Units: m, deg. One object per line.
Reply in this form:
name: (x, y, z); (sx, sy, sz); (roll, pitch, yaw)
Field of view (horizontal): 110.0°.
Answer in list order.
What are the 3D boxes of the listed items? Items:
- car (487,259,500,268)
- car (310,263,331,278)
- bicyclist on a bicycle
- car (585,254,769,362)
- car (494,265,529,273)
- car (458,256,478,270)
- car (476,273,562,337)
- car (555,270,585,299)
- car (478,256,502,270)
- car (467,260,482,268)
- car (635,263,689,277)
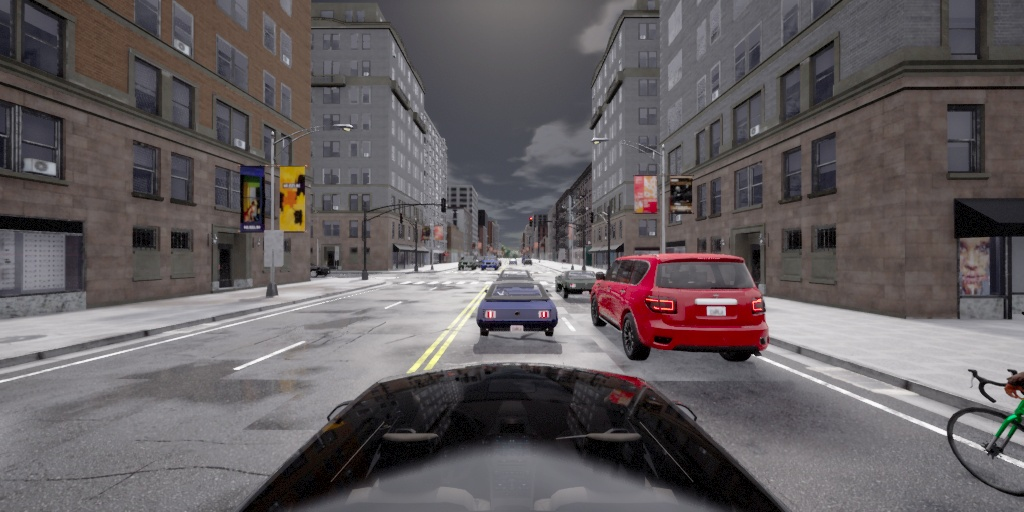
car: (-3.121, 1.294, 61.251); (1.812, 1.442, 4.674); (0, 0, 1)
car: (-19.755, 1.211, 33.770); (5.008, 1.535, 1.882); (0, 0, 1)
bicyclist on a bicycle: (4.148, 1.203, 2.604); (0.582, 1.620, 1.656); (0, 0, 0)
car: (3.345, 0.972, 8.405); (2.150, 2.045, 5.566); (0, 0, 2)
car: (0.157, 1.354, 19.434); (1.895, 1.301, 4.718); (0, 0, 0)
car: (-6.420, 0.987, 52.032); (2.150, 2.045, 5.566); (0, 0, 0)
car: (0.127, 1.352, 10.329); (1.895, 1.301, 4.718); (0, 0, 0)
car: (3.303, 1.354, 18.173); (1.895, 1.301, 4.718); (0, 0, 0)
car: (-3.145, 0.987, 51.734); (2.150, 2.045, 5.566); (0, 0, 2)
car: (-6.373, 1.332, 61.438); (1.994, 1.385, 4.181); (0, 0, 0)
car: (15.177, 1.409, 36.461); (4.718, 1.301, 1.895); (0, 0, 0)
